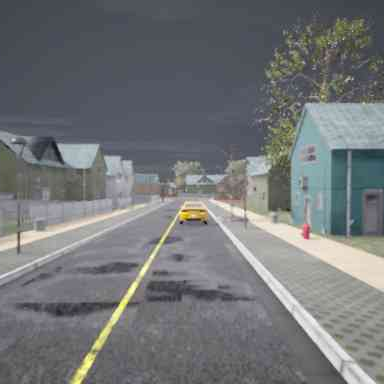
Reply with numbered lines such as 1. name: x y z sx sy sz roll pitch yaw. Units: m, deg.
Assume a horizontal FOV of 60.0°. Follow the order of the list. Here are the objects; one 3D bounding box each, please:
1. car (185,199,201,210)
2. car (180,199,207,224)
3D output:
1. car: 0.097 1.588 42.847 1.895 1.301 4.718 0 0 0
2. car: 0.099 1.470 24.943 1.882 1.535 5.008 0 0 0
